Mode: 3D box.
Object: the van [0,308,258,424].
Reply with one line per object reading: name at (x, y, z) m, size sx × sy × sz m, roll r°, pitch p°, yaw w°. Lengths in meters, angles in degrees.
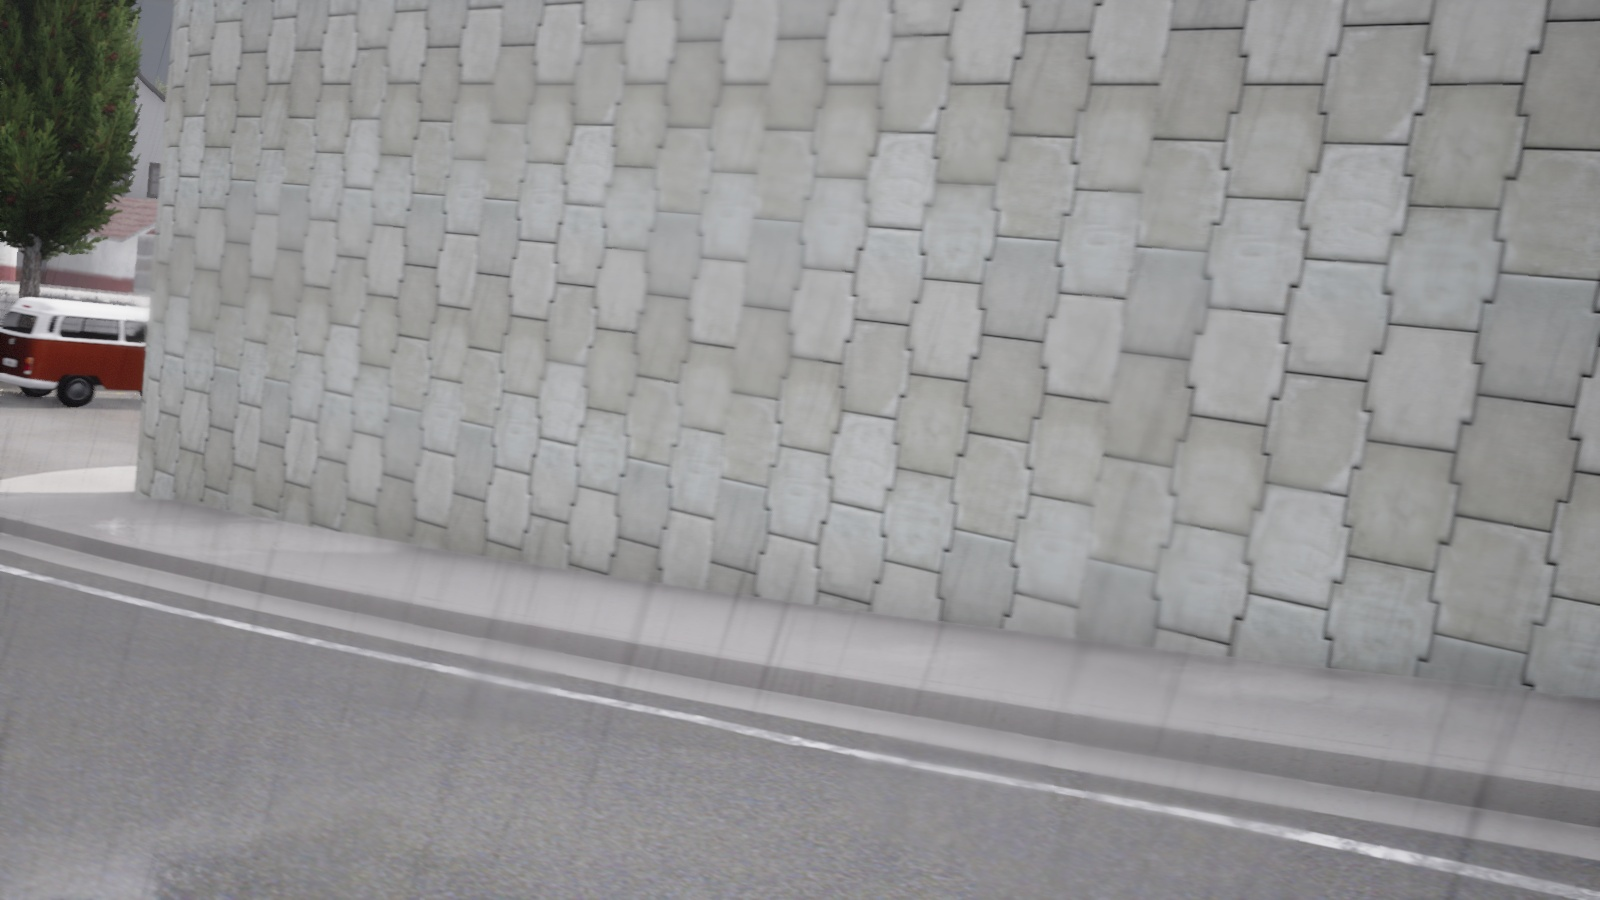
van at (-13.984, -1.695, 26.082) m, size 2.069 × 2.038 × 4.480 m, roll 10°, pitch 6°, yaw 32°
